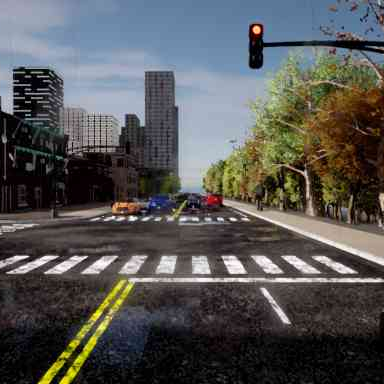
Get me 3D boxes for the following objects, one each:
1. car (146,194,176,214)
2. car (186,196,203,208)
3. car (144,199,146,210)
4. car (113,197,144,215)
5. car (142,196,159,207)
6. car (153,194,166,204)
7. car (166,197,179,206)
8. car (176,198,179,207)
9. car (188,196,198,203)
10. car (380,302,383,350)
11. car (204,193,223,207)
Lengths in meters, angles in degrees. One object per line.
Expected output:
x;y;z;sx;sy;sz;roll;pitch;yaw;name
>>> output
-3.261;1.210;35.885;2.150;2.045;5.566;0;0;0;car
0.201;1.585;46.536;1.895;1.301;4.718;0;0;0;car
-6.492;1.587;42.722;1.895;1.301;4.718;0;0;0;car
-6.550;1.342;33.736;2.097;1.767;4.553;0;0;1;car
-6.472;1.473;52.726;2.128;1.511;4.902;0;0;0;car
-6.392;1.328;65.512;2.097;1.767;4.553;0;0;1;car
-3.216;1.581;54.917;1.895;1.301;4.718;0;0;0;car
-3.232;1.336;45.576;2.097;1.767;4.553;0;0;0;car
0.171;1.522;67.982;2.033;1.411;5.357;0;0;1;car
3.357;1.491;2.396;2.128;1.511;4.902;0;0;0;car
3.461;1.203;51.141;2.150;2.045;5.566;0;0;0;car
